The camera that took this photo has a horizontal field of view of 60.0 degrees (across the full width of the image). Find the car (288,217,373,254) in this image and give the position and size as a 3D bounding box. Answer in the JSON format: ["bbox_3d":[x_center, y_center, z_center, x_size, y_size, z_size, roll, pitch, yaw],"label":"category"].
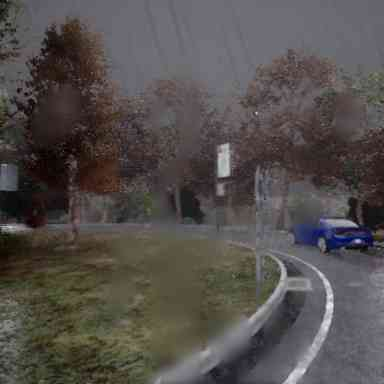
[{"bbox_3d":[6.249,1.918,15.666,1.882,1.535,5.008,1,-3,-8],"label":"car"}]
